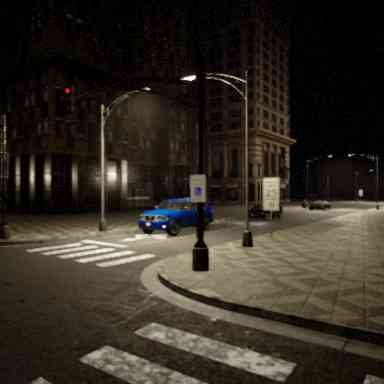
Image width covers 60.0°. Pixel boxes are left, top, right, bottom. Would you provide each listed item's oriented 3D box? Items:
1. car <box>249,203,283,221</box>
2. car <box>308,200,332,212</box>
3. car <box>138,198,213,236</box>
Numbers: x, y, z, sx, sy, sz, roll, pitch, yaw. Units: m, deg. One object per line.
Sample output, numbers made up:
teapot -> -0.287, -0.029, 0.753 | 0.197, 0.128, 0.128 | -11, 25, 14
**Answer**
car -> 6.652, 1.717, 30.418 | 1.882, 1.535, 5.008 | 0, 0, 36
car -> 17.395, 1.836, 44.949 | 2.033, 1.411, 5.357 | 0, 0, 37
car -> -0.808, 1.418, 20.289 | 2.150, 2.045, 5.566 | 0, 0, 34
